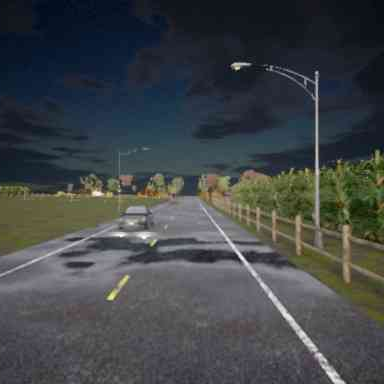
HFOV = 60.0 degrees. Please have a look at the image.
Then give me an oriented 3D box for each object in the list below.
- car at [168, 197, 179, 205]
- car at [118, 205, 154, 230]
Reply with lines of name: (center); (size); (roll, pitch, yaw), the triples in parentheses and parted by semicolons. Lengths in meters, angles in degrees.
car: (-3.520, 1.791, 64.612); (1.837, 1.490, 4.892); (0, 0, 0)
car: (-3.601, 1.628, 22.027); (1.812, 1.442, 4.674); (0, 0, 0)
